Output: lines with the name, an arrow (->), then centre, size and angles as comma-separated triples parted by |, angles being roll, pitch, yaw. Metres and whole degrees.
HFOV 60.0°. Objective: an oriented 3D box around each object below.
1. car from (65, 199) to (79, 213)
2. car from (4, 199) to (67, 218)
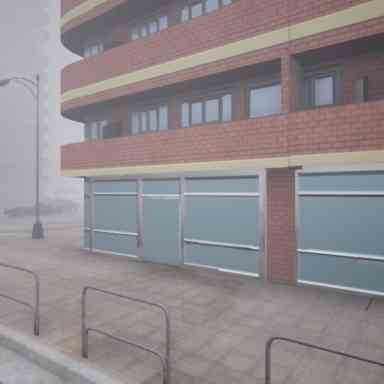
car -> -14.453, 1.505, 35.485 | 1.837, 1.490, 4.892 | 0, 0, 36
car -> -14.169, 1.601, 29.949 | 1.895, 1.301, 4.718 | 0, 0, 36
